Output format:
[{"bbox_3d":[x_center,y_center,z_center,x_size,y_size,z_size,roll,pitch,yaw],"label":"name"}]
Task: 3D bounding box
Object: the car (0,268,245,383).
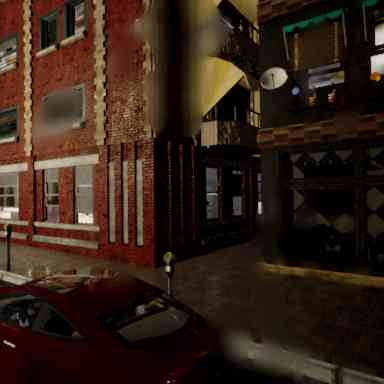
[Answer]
[{"bbox_3d":[-1.444,1.582,3.879,4.206,1.307,1.802,0,-1,36],"label":"car"}]
